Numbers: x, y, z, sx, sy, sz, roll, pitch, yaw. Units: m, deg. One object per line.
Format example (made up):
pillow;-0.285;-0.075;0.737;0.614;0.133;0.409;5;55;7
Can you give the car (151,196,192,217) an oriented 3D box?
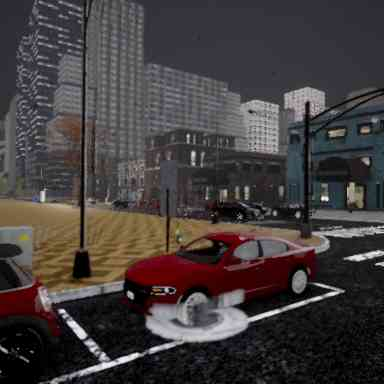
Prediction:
car;-1.689;1.458;30.769;1.967;1.590;4.097;1;-1;-35

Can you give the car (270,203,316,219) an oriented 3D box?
car;9.136;1.647;30.313;2.008;1.369;4.403;1;-1;-35

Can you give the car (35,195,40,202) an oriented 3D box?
car;-36.271;1.832;80.885;1.752;1.417;4.829;1;-1;-35

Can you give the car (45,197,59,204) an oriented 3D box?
car;-30.043;1.820;71.901;1.947;1.339;4.313;1;-1;-35

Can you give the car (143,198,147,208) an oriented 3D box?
car;-7.305;1.669;53.896;1.967;1.590;4.097;1;-1;-35

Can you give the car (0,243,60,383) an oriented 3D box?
car;-3.820;1.442;3.778;4.097;1.590;1.967;0;1;-35

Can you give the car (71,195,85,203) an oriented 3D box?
car;-29.481;1.728;85.803;2.192;1.841;5.009;1;-1;-35

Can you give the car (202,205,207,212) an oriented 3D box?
car;2.891;1.729;39.322;1.802;1.307;4.206;1;-1;-35

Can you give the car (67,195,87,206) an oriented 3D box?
car;-20.460;1.700;58.074;1.752;1.417;4.829;1;-1;-35

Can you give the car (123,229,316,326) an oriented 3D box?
car;0.774;1.536;7.059;4.507;1.381;1.887;0;1;-36

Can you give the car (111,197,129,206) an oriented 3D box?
car;-13.670;1.721;62.990;1.967;1.590;4.097;1;-1;-35

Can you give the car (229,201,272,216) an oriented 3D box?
car;6.013;1.687;34.819;1.947;1.339;4.313;1;-1;-35

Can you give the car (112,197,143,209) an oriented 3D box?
car;-9.309;1.625;46.592;2.128;1.511;4.902;1;-1;-34

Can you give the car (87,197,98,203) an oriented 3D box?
car;-23.254;1.886;76.816;1.752;1.417;4.829;1;-1;-35

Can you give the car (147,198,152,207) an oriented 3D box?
car;-4.115;1.518;49.354;2.192;1.841;5.009;1;-1;-35

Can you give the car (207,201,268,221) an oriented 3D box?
car;3.665;1.531;27.822;1.837;1.490;4.892;1;-1;-35
